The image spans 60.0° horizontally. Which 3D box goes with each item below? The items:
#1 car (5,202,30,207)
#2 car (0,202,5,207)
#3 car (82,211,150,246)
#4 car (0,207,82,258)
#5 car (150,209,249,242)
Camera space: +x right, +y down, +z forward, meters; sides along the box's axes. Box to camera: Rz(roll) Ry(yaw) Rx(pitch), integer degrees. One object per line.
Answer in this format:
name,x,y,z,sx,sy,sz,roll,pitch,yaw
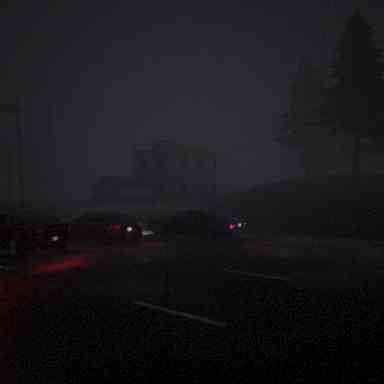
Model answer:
car,-15.103,1.582,27.613,4.902,1.511,2.128,0,0,36
car,-16.201,1.309,24.091,5.566,2.045,2.150,0,0,36
car,-4.341,1.602,15.638,4.181,1.385,1.994,-1,0,36
car,-6.791,1.520,13.090,5.008,1.535,1.882,-1,-1,36
car,0.149,1.578,16.707,5.357,1.411,2.033,0,0,36
